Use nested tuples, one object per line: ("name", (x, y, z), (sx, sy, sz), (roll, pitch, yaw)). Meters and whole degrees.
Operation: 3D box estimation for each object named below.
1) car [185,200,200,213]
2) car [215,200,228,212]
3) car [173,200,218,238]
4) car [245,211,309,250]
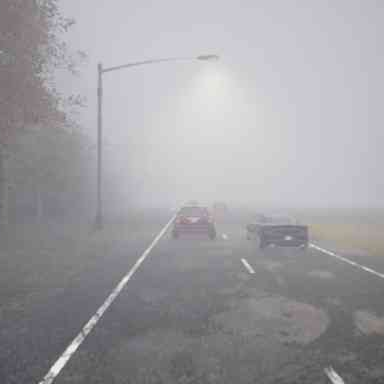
("car", (0.101, 1.785, 42.824), (1.837, 1.490, 4.892), (0, 0, 0))
("car", (3.601, 1.777, 43.794), (2.128, 1.511, 4.902), (0, 0, 0))
("car", (0.101, 1.478, 18.569), (2.097, 1.767, 4.553), (0, 0, 0))
("car", (3.600, 1.580, 14.868), (1.882, 1.535, 5.008), (0, 0, 0))
